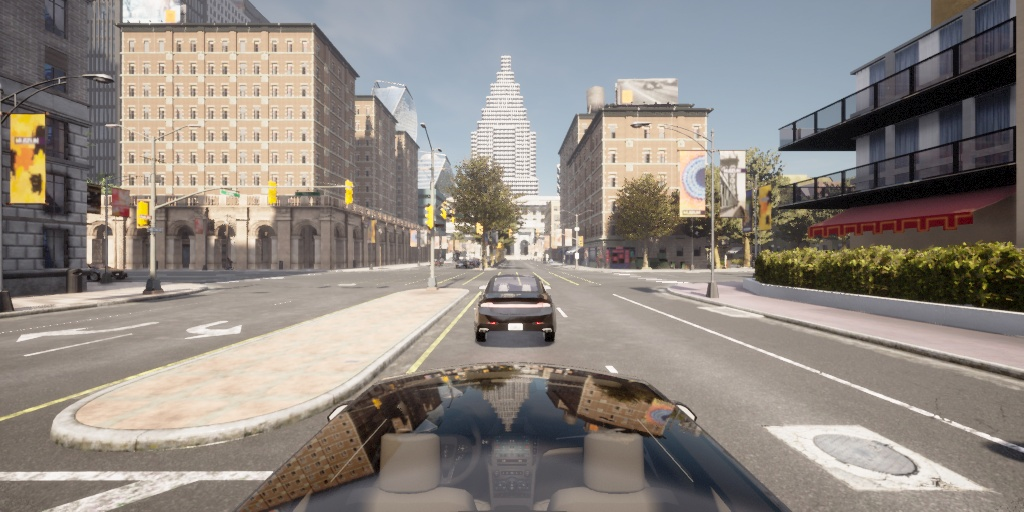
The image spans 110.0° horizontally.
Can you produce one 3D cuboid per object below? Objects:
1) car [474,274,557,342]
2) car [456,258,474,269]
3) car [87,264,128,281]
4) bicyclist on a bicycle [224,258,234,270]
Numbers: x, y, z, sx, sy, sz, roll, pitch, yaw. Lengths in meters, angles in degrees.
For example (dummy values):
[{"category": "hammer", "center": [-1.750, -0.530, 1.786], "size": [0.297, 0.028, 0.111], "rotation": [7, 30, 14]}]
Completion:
[{"category": "car", "center": [0.082, 1.242, 9.778], "size": [2.128, 1.511, 4.902], "rotation": [0, 0, 0]}, {"category": "car", "center": [-8.002, 1.241, 58.527], "size": [2.128, 1.511, 4.902], "rotation": [0, 0, 0]}, {"category": "car", "center": [-34.159, 1.314, 29.234], "size": [4.181, 1.385, 1.994], "rotation": [0, 0, 0]}, {"category": "bicyclist on a bicycle", "center": [-37.237, 1.050, 47.188], "size": [0.582, 1.620, 1.656], "rotation": [0, 0, 0]}]
